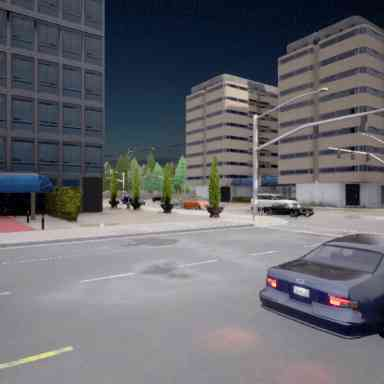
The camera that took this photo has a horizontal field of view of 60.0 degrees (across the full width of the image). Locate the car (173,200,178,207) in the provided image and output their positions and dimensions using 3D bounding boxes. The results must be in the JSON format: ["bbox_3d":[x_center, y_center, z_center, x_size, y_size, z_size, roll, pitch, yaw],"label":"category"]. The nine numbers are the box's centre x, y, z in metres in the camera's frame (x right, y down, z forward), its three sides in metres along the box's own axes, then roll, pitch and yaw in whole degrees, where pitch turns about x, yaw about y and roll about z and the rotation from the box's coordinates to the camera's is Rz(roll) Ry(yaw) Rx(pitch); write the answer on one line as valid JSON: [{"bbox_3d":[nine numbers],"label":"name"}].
[{"bbox_3d":[-0.809,1.601,49.554,1.895,1.301,4.718,0,0,-35],"label":"car"}]

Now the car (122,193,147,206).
[{"bbox_3d":[-9.742,1.221,56.236,2.150,2.045,5.566,0,0,-35],"label":"car"}]

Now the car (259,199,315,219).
[{"bbox_3d":[8.533,1.601,29.570,1.895,1.301,4.718,0,0,-29],"label":"car"}]

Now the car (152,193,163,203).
[{"bbox_3d":[-6.367,1.223,69.982,2.150,2.045,5.566,0,0,-35],"label":"car"}]

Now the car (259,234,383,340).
[{"bbox_3d":[3.702,1.547,6.462,5.357,1.411,2.033,0,0,-35],"label":"car"}]

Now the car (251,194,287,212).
[{"bbox_3d":[8.808,1.222,35.832,2.150,2.045,5.566,0,0,-35],"label":"car"}]

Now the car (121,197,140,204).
[{"bbox_3d":[-12.207,1.600,65.985,1.895,1.301,4.718,0,0,-35],"label":"car"}]

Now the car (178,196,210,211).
[{"bbox_3d":[0.731,1.353,41.256,2.097,1.767,4.553,0,0,-35],"label":"car"}]

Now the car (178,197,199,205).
[{"bbox_3d":[-0.647,1.564,61.855,1.994,1.385,4.181,0,0,-34],"label":"car"}]
